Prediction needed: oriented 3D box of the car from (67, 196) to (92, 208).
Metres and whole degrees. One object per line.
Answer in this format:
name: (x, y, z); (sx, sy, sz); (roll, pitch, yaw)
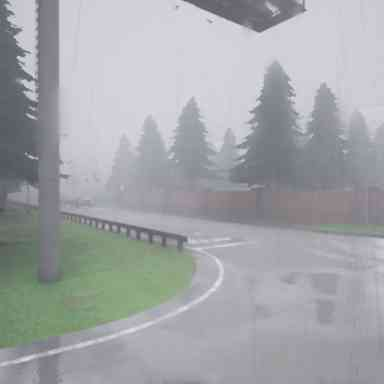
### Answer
car: (-14.424, 1.323, 43.371); (1.812, 1.442, 4.674); (0, 0, -33)

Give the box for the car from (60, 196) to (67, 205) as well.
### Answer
car: (-20.101, 1.345, 51.876); (2.033, 1.411, 5.357); (0, 0, -34)
